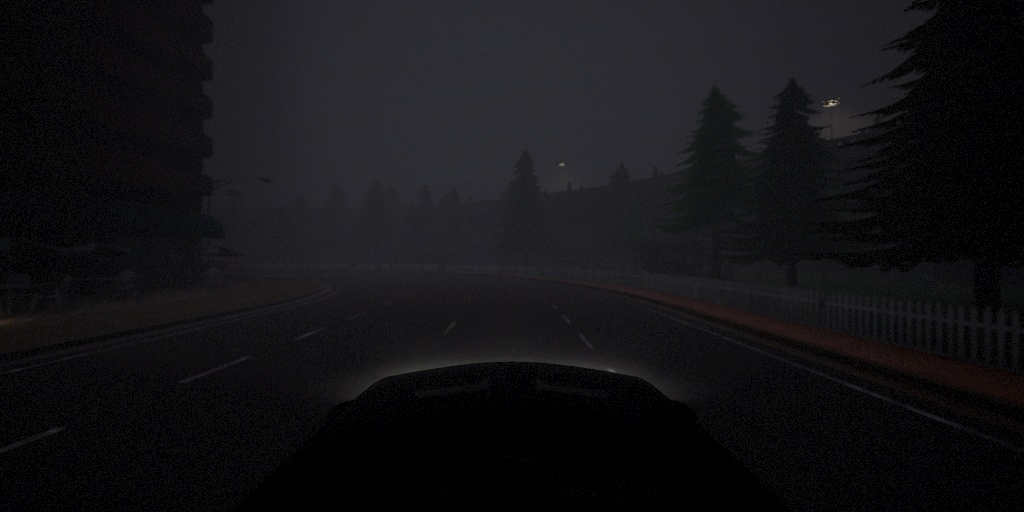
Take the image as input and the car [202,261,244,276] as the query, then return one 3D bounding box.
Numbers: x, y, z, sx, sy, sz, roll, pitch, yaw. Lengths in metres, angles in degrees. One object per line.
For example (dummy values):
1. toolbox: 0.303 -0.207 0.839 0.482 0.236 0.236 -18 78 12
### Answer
1. car: -30.980 1.222 37.670 4.902 1.511 2.128 0 0 0
